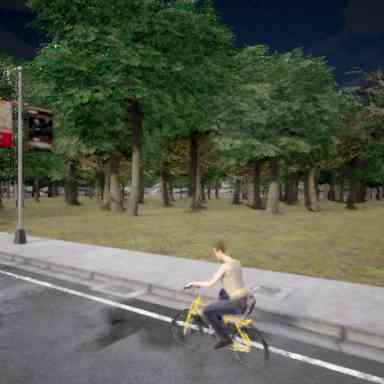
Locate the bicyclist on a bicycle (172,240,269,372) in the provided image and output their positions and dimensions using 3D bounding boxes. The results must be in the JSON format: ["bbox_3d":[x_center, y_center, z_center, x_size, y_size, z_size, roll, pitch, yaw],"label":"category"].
[{"bbox_3d":[0.323,1.436,4.452,1.509,1.612,0.866,0,0,35],"label":"bicyclist on a bicycle"}]
